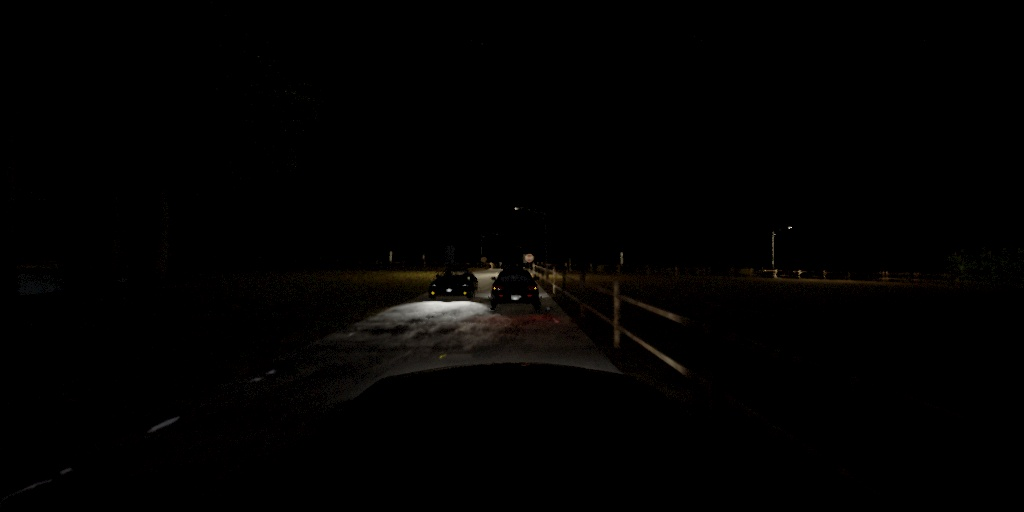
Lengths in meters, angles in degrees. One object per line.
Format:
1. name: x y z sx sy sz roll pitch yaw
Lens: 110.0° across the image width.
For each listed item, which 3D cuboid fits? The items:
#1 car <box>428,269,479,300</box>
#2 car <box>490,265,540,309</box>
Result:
1. car: -2.753 1.319 17.708 1.994 1.385 4.181 0 0 0
2. car: 0.108 1.277 14.709 1.812 1.442 4.674 0 0 0
